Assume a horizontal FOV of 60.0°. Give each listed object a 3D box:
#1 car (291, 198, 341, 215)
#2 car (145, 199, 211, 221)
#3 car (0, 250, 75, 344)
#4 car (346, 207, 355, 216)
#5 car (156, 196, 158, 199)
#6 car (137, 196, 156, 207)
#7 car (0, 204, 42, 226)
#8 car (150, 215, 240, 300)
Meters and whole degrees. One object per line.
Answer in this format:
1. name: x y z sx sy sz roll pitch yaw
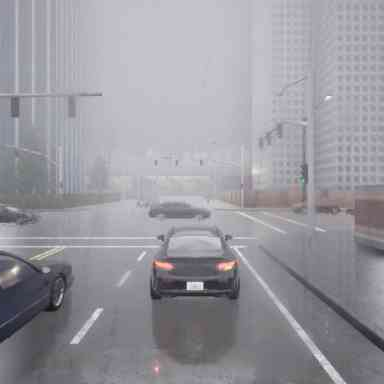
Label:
1. car: 12.378 1.352 33.492 4.553 1.767 2.097 0 0 0
2. car: -0.970 1.505 26.180 4.892 1.490 1.837 0 0 -1
3. car: -3.446 1.547 4.690 2.033 1.411 5.357 0 0 0
4. car: 16.852 1.547 29.974 5.357 1.411 2.033 0 0 0
5. car: -7.132 1.491 60.301 2.128 1.511 4.902 0 0 0
6. car: -7.147 1.491 50.240 2.128 1.511 4.902 0 0 0
7. car: -12.683 1.525 22.488 4.674 1.442 1.812 0 0 -1
8. car: 0.069 1.526 8.286 1.812 1.442 4.674 0 0 0
